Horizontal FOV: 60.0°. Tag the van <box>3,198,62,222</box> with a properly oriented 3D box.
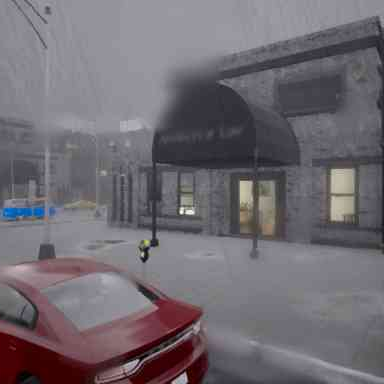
[{"bbox_3d":[-13.011,1.410,26.856,1.690,1.788,3.998,0,0,35],"label":"van"}]

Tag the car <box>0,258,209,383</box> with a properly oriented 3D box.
[{"bbox_3d":[-1.923,1.542,4.240,4.507,1.381,1.887,0,0,36],"label":"car"}]

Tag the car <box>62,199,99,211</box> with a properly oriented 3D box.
[{"bbox_3d":[-13.612,1.565,40.585,1.752,1.417,4.829,0,0,35],"label":"car"}]
